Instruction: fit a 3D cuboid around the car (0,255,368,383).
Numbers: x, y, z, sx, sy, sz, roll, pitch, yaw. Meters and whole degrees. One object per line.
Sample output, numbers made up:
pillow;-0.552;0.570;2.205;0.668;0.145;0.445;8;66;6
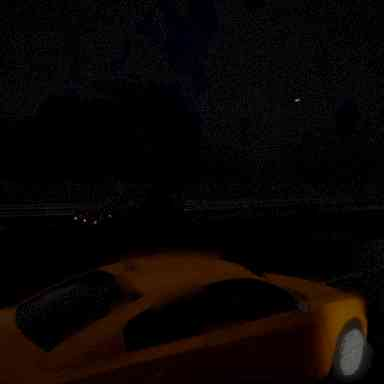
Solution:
car;0.064;1.494;3.792;5.008;1.535;1.882;1;0;-35

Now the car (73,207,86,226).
car;-4.870;1.271;22.014;5.566;2.045;2.150;0;0;-35

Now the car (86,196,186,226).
car;-2.838;1.271;19.163;5.566;2.045;2.150;0;0;-35

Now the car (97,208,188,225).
car;-1.721;1.646;15.660;4.718;1.301;1.895;0;0;-35
